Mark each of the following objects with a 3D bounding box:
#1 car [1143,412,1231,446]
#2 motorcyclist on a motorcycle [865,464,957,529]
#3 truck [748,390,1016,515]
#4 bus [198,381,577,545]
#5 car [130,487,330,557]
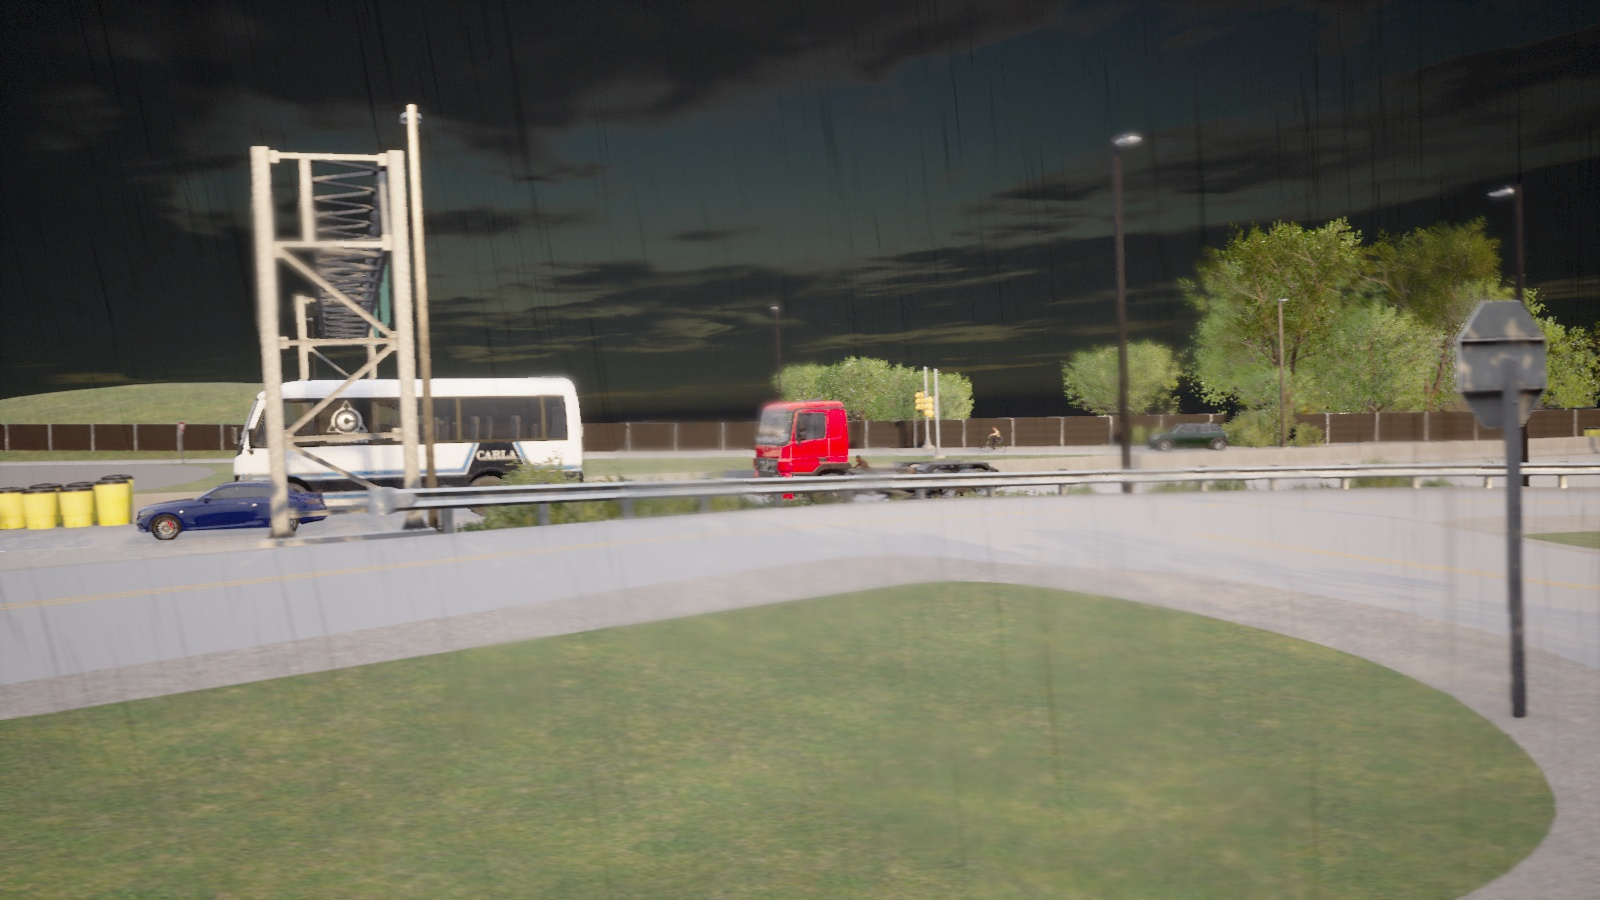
[{"bbox_3d":[22.427,-1.242,72.877,4.553,1.767,2.097,-2,2,6],"label":"car"},{"bbox_3d":[2.906,1.193,32.813,2.191,1.530,0.866,-3,2,-20],"label":"motorcyclist on a motorcycle"},{"bbox_3d":[2.618,-0.008,40.161,7.936,3.462,2.891,-3,2,-20],"label":"truck"},{"bbox_3d":[-12.390,0.247,38.308,10.273,4.253,3.944,-3,2,-20],"label":"bus"},{"bbox_3d":[-15.109,1.890,33.581,4.674,1.442,1.812,-3,2,-20],"label":"car"}]
